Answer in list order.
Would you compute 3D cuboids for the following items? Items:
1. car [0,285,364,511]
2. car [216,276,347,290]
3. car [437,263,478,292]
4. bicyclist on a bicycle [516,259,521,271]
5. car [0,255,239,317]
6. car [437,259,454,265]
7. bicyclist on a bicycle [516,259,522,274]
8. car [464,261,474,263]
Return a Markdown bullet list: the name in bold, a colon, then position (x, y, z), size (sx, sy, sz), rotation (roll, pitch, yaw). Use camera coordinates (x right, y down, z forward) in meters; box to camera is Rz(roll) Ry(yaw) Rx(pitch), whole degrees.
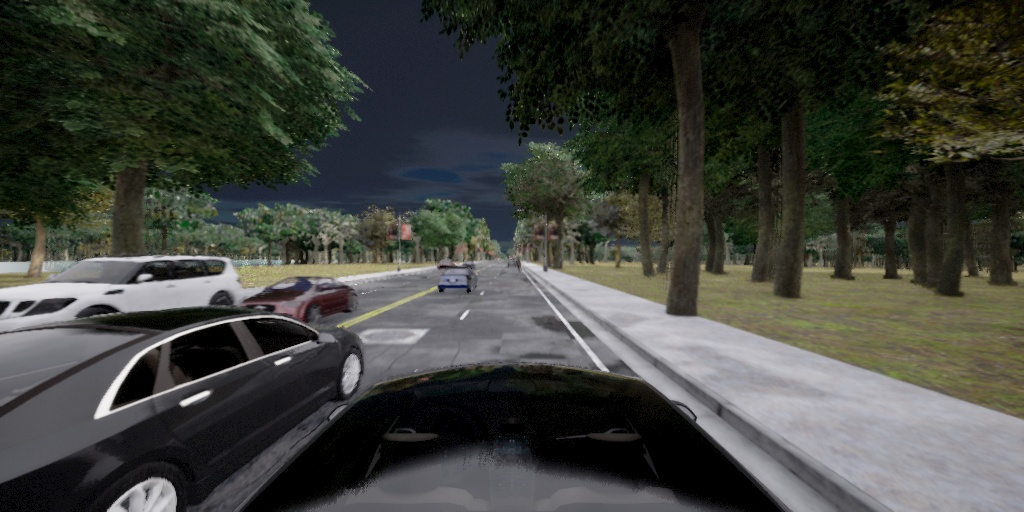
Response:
- **car**: position (-3.151, 1.259, 3.532), size (1.837, 1.490, 4.892), rotation (0, 0, 0)
- **car**: position (-6.597, 1.337, 11.384), size (1.994, 1.385, 4.181), rotation (0, 0, 0)
- **car**: position (-3.150, 1.349, 21.506), size (2.033, 1.411, 5.357), rotation (0, 0, 0)
- **bicyclist on a bicycle**: position (0.898, 1.260, 52.020), size (0.659, 1.776, 1.843), rotation (0, 0, 0)
- **car**: position (-9.847, 0.989, 9.370), size (2.150, 2.045, 5.566), rotation (0, 0, 0)
- **car**: position (-9.800, 1.244, 53.406), size (2.097, 1.767, 4.553), rotation (0, 0, 0)
- **bicyclist on a bicycle**: position (0.898, 1.316, 42.534), size (0.582, 1.620, 1.656), rotation (0, -1, 0)
- **car**: position (-6.548, 1.442, 54.324), size (2.033, 1.411, 5.357), rotation (0, 0, 1)
